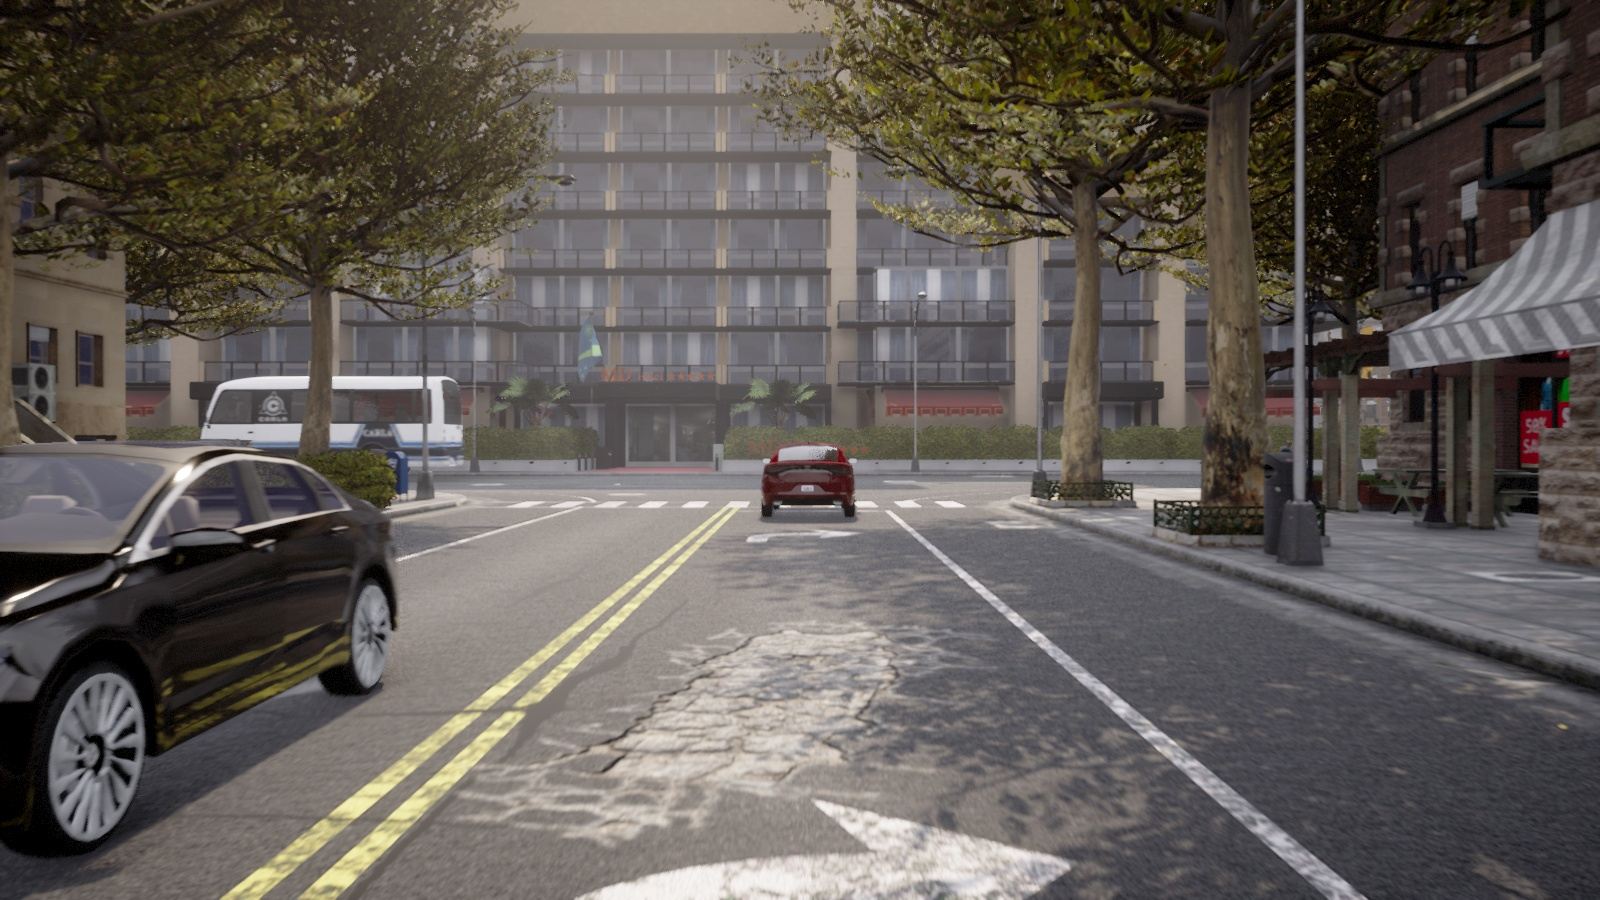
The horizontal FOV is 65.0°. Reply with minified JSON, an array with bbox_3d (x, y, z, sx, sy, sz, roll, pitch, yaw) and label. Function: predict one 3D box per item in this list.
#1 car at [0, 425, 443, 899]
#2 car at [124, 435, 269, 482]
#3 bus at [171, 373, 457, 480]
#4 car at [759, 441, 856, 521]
[{"bbox_3d":[-3.451,0.667,5.908,2.128,1.511,4.902,0,0,0],"label":"car"},{"bbox_3d":[-23.221,0.313,48.451,4.553,1.767,2.097,0,0,0],"label":"car"},{"bbox_3d":[-19.869,-0.939,51.939,10.273,4.253,3.944,0,0,0],"label":"bus"},{"bbox_3d":[0.202,0.574,26.686,1.882,1.535,5.008,0,0,1],"label":"car"}]
